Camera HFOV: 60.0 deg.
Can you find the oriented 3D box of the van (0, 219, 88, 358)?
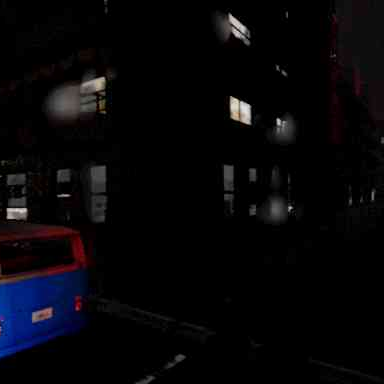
[{"bbox_3d":[-3.423,1.336,5.339,3.998,1.788,1.690,0,-1,36],"label":"van"}]
